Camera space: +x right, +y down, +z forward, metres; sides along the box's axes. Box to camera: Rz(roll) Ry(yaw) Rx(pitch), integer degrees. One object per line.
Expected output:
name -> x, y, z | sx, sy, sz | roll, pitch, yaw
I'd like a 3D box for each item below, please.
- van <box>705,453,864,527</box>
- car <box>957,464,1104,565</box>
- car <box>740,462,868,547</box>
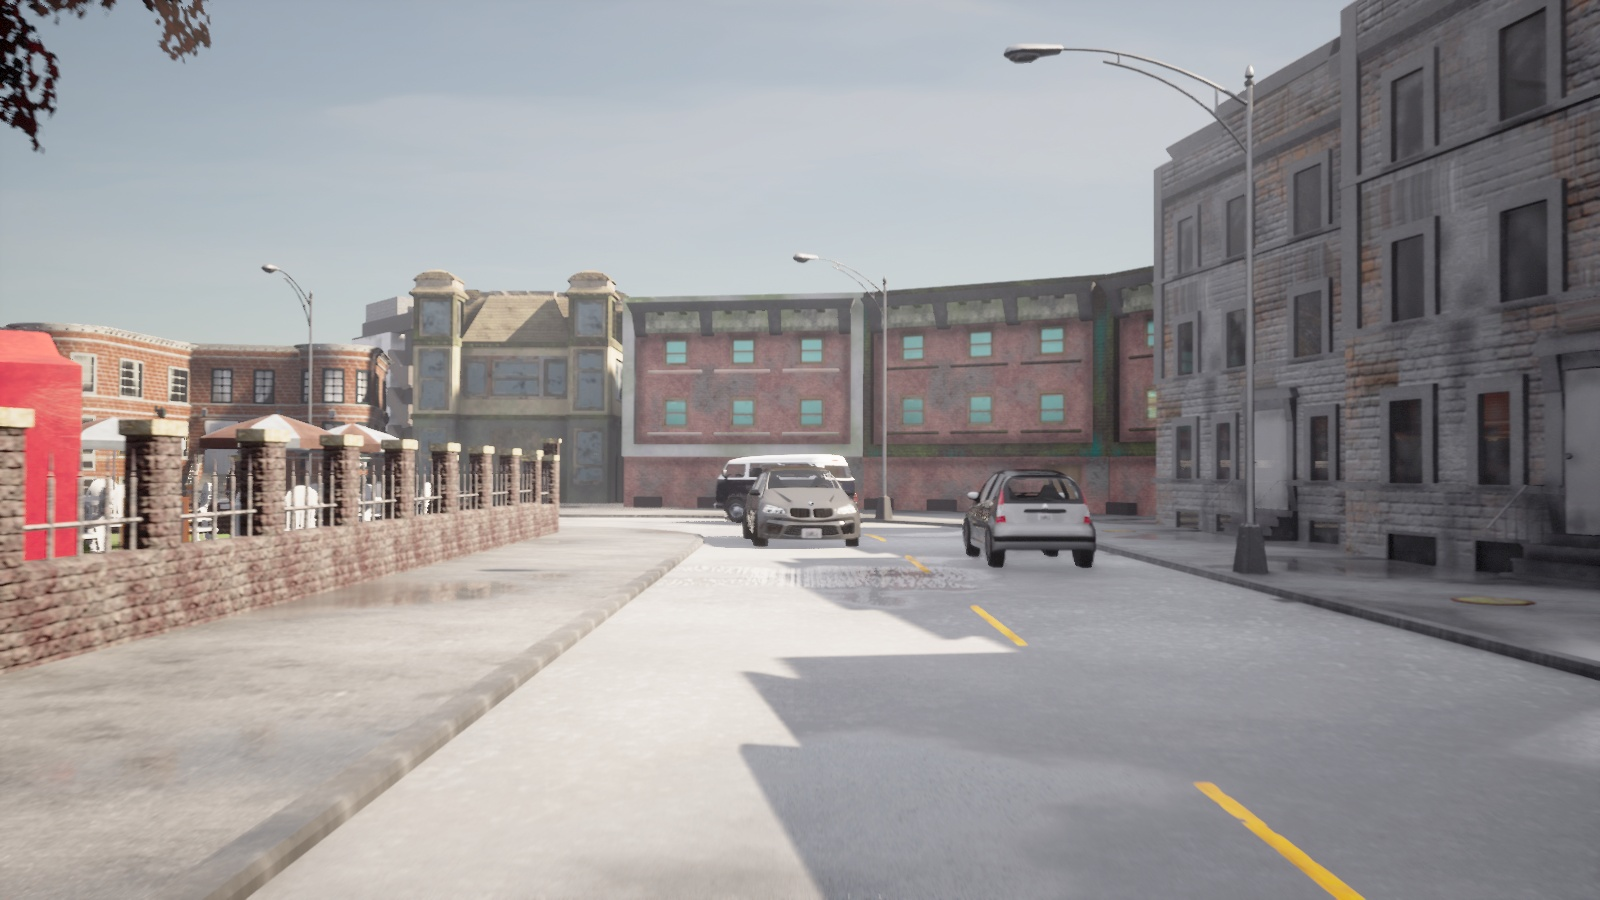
van -> -0.503, 1.166, 37.204 | 4.480, 2.038, 2.069 | -1, -2, 41
car -> 3.951, 1.070, 22.196 | 1.851, 1.617, 3.988 | 0, -1, 0
car -> -0.019, 1.117, 27.273 | 2.242, 1.667, 4.611 | 0, -1, -7
